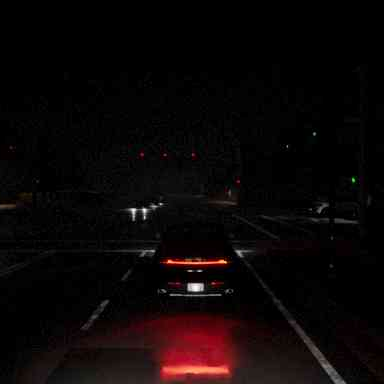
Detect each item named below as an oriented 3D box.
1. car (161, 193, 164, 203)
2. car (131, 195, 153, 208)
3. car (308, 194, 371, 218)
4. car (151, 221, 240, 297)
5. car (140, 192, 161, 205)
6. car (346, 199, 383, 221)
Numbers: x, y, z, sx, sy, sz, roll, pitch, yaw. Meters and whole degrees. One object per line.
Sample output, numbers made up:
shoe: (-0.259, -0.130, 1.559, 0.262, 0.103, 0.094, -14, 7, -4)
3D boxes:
car: (-7.105, 1.224, 69.113, 2.150, 2.045, 5.566, 0, 0, 0)
car: (-7.156, 1.525, 47.165, 1.812, 1.442, 4.674, 0, 0, 0)
car: (13.432, 1.221, 29.918, 5.566, 2.045, 2.150, 0, 0, -1)
car: (0.072, 1.505, 8.534, 1.837, 1.490, 4.892, 0, 0, 0)
car: (-7.160, 1.220, 57.904, 2.150, 2.045, 5.566, 0, 0, 0)
car: (15.206, 1.525, 26.473, 4.674, 1.442, 1.812, 0, 0, -1)
